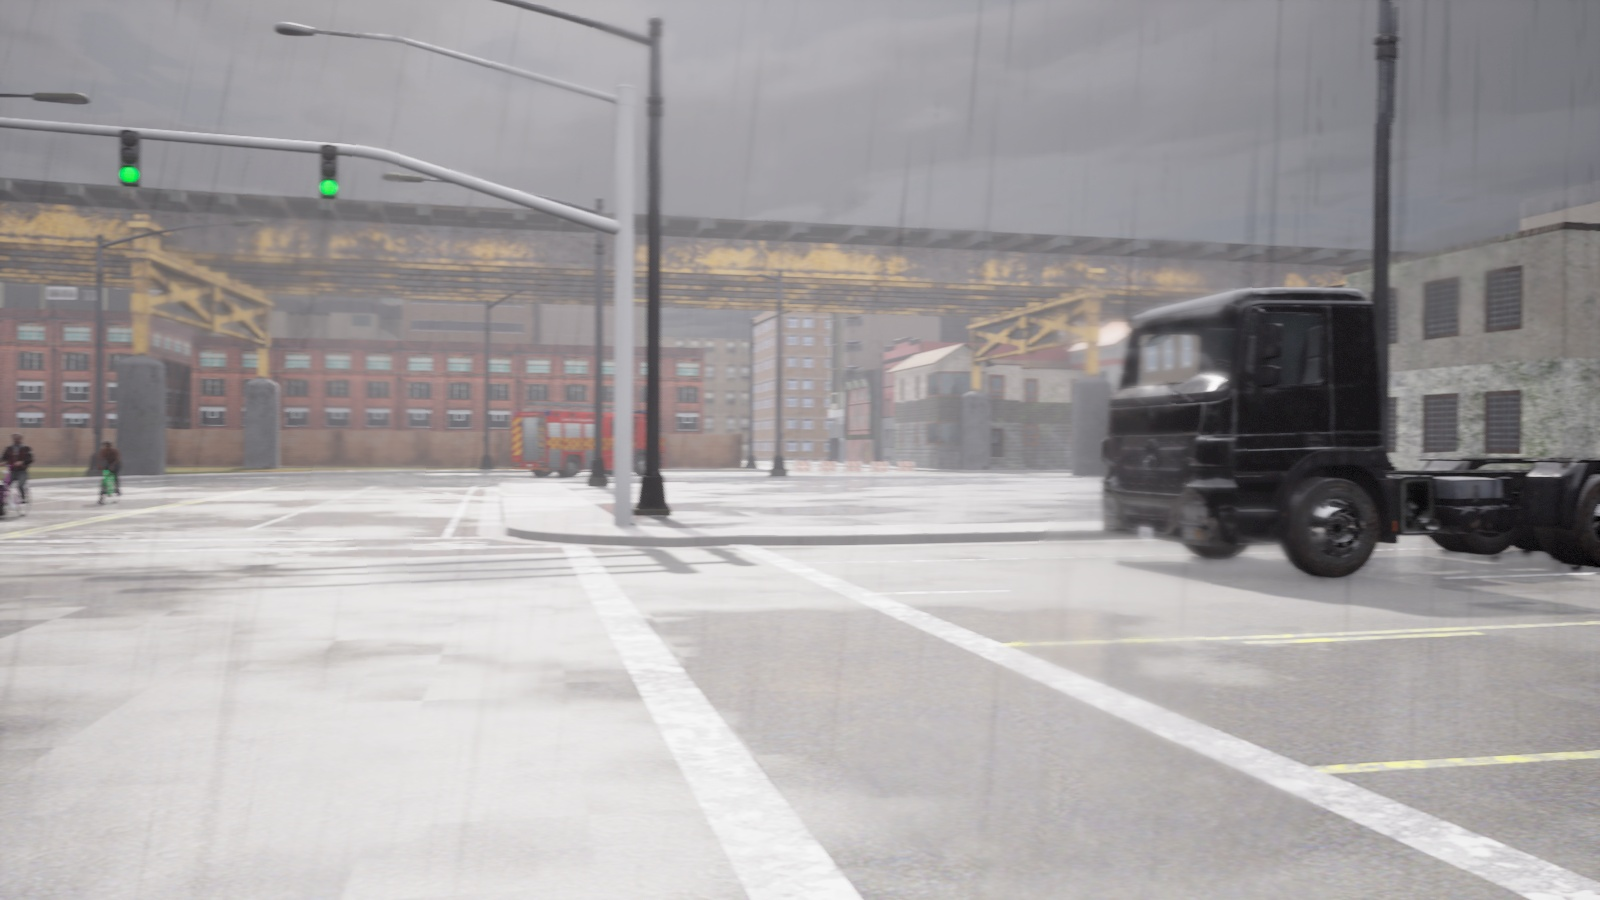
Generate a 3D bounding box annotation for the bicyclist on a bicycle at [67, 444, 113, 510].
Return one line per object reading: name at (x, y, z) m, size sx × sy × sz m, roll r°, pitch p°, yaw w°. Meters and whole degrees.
bicyclist on a bicycle at (-17.928, 0.670, 31.731) m, size 0.582 × 1.620 × 1.656 m, roll 0°, pitch 0°, yaw -14°

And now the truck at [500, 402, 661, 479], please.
truck at (-11.439, -0.455, 66.284) m, size 2.891 × 3.827 × 8.468 m, roll 0°, pitch 0°, yaw 40°

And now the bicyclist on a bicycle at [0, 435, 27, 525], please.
bicyclist on a bicycle at (-16.308, 0.597, 25.346) m, size 0.659 × 1.776 × 1.843 m, roll 0°, pitch 0°, yaw -14°

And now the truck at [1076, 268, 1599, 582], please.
truck at (7.877, -0.318, 16.160) m, size 7.936 × 3.462 × 2.891 m, roll -1°, pitch 0°, yaw -13°
